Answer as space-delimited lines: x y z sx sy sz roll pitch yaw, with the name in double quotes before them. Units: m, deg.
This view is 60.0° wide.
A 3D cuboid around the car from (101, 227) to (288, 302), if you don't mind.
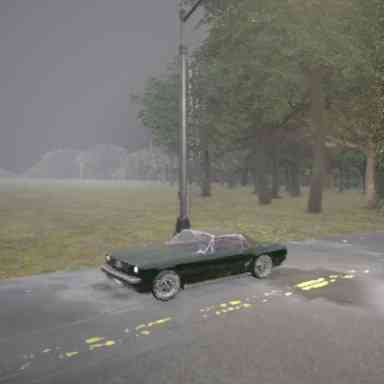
"car" 0.213 1.620 8.455 4.718 1.301 1.895 0 0 -36
